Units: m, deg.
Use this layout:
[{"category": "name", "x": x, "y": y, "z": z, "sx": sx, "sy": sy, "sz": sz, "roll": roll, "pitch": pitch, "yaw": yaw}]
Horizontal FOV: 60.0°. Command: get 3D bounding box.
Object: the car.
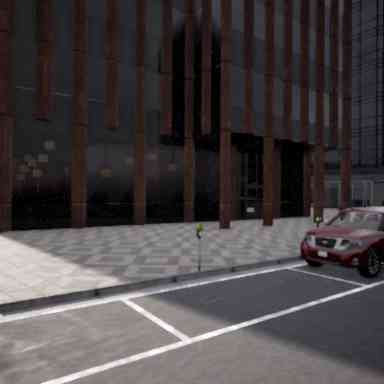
[{"category": "car", "x": 5.680, "y": 1.423, "z": 10.697, "sx": 5.009, "sy": 1.841, "sz": 2.192, "roll": 1, "pitch": 0, "yaw": -35}]
